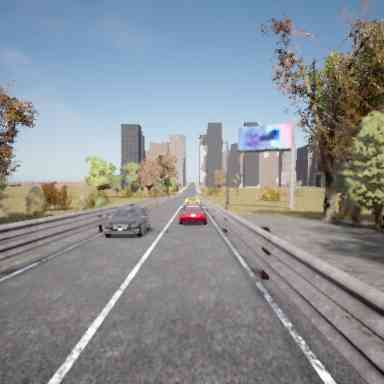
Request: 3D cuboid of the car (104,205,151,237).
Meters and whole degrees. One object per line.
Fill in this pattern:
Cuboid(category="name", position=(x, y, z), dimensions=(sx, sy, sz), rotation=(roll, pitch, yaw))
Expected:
Cuboid(category="car", position=(-3.356, 1.499, 17.992), dimensions=(1.837, 1.490, 4.892), rotation=(0, 0, 0))

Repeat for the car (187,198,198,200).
Cuboid(category="car", position=(0.066, 1.464, 42.563), dimensions=(1.882, 1.535, 5.008), rotation=(0, 0, 0))

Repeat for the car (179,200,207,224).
Cuboid(category="car", position=(0.085, 1.556, 24.813), dimensions=(1.994, 1.385, 4.181), rotation=(0, 0, 0))
